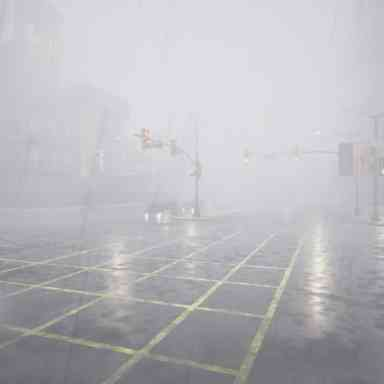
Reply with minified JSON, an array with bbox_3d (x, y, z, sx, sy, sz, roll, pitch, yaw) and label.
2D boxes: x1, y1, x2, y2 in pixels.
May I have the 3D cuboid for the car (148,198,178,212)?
[{"bbox_3d":[-3.381,1.478,39.016,1.882,1.535,5.008,0,0,23],"label":"car"}]

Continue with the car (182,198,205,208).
[{"bbox_3d":[0.275,1.601,48.554,1.895,1.301,4.718,0,0,21],"label":"car"}]
